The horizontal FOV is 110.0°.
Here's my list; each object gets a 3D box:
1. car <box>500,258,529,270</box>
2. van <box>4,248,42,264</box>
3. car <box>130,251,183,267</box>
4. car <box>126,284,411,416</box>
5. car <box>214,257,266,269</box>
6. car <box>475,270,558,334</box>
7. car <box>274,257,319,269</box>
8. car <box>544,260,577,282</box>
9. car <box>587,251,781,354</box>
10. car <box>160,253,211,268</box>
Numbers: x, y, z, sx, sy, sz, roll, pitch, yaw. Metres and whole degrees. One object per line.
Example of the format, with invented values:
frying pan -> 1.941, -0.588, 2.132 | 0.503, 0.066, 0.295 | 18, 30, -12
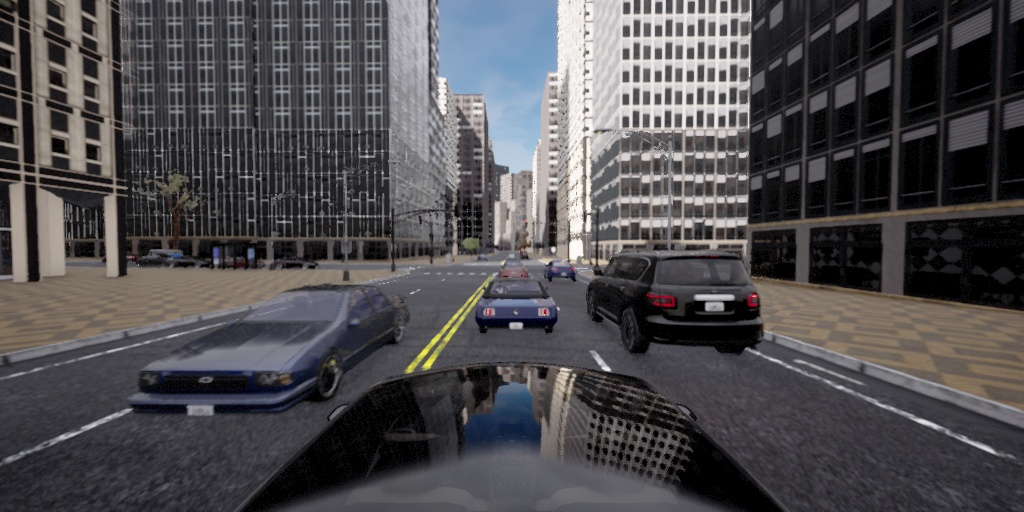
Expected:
car -> 0.094, 1.025, 25.396 | 1.994, 1.385, 4.181 | 0, 1, 0
van -> -51.153, 0.257, 38.540 | 3.998, 1.789, 1.690 | 0, 0, 1
car -> -39.992, 0.474, 40.909 | 4.674, 1.442, 1.812 | 1, 2, 1
car -> -3.352, 1.241, 6.514 | 2.033, 1.411, 5.357 | 0, 1, 0
car -> -28.428, 0.714, 37.979 | 4.207, 1.307, 1.802 | 0, 0, 1
car -> 0.098, 1.249, 10.197 | 1.895, 1.301, 4.718 | 0, 1, 0
car -> -22.744, 0.750, 37.848 | 4.313, 1.339, 1.948 | 0, 0, 1
car -> 3.342, 0.988, 25.428 | 1.812, 1.442, 4.674 | 0, 0, 0
car -> 3.349, 0.890, 8.620 | 2.150, 2.045, 5.566 | 0, 1, 0
car -> -34.108, 0.643, 38.149 | 4.313, 1.339, 1.948 | 0, 0, 1
